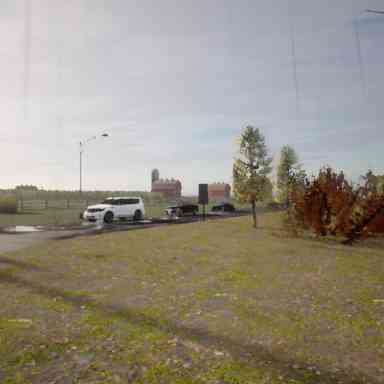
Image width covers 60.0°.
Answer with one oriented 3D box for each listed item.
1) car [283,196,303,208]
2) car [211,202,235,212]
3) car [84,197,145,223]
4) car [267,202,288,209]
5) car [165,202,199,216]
[{"bbox_3d":[18.765,1.780,61.649,2.150,2.045,5.566,-1,-1,32],"label":"car"},{"bbox_3d":[4.283,1.984,45.205,1.994,1.385,4.181,-1,-1,32],"label":"car"},{"bbox_3d":[-6.390,1.450,28.174,2.150,2.045,5.566,-1,-1,34],"label":"car"},{"bbox_3d":[13.531,1.963,53.126,1.837,1.490,4.892,-1,-1,32],"label":"car"},{"bbox_3d":[-1.057,1.814,36.690,2.128,1.511,4.902,-1,-1,32],"label":"car"}]
